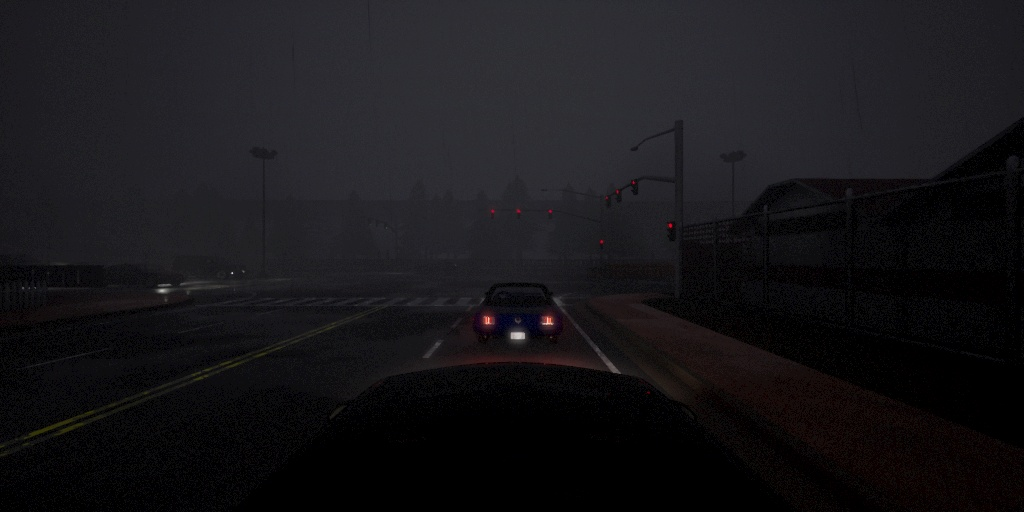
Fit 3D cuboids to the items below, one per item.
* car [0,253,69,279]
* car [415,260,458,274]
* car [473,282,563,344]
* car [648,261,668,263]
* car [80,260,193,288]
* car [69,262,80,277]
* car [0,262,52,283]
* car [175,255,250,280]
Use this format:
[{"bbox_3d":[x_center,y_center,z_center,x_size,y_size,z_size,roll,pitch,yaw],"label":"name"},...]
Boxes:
[{"bbox_3d":[-37.160,0.819,26.494,5.566,2.045,2.150,2,0,-1],"label":"car"},{"bbox_3d":[-8.659,1.242,41.178,4.902,1.511,2.128,0,0,-1],"label":"car"},{"bbox_3d":[0.189,1.351,9.579,1.895,1.301,4.718,0,0,2],"label":"car"},{"bbox_3d":[16.689,1.297,41.615,5.357,1.411,2.033,0,0,-1],"label":"car"},{"bbox_3d":[-24.161,1.226,23.207,5.008,1.535,1.882,0,0,-1],"label":"car"},{"bbox_3d":[-35.124,1.190,30.029,4.674,1.442,1.812,1,0,-1],"label":"car"},{"bbox_3d":[-33.144,1.268,23.059,4.181,1.385,1.994,1,0,-1],"label":"car"},{"bbox_3d":[-25.400,0.965,30.188,5.566,2.045,2.150,0,0,-1],"label":"car"}]
